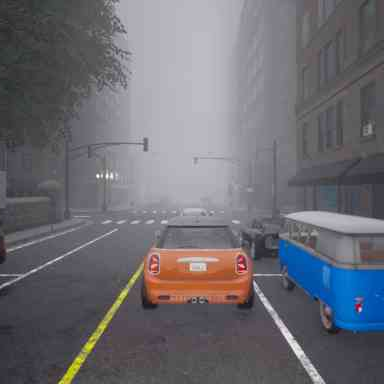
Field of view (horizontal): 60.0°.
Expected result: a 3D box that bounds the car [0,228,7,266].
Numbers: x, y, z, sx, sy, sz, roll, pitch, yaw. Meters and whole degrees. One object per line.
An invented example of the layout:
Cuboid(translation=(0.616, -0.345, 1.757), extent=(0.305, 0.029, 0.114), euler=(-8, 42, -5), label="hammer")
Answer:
Cuboid(translation=(-5.668, 1.314, 6.441), extent=(2.192, 1.841, 5.009), euler=(0, 0, 0), label="car")

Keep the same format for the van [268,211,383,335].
Cuboid(translation=(2.856, 1.340, 6.481), extent=(1.690, 1.788, 3.998), euler=(0, 0, 0), label="van")

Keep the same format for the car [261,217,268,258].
Cuboid(translation=(2.857, 1.563, 12.141), extent=(1.947, 1.339, 4.313), euler=(0, 0, 0), label="car")

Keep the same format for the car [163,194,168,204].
Cuboid(translation=(-5.666, 1.521, 55.580), extent=(2.008, 1.369, 4.403), euler=(0, 0, 0), label="car")

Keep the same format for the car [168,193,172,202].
Cuboid(translation=(-5.666, 1.514, 66.482), extent=(1.887, 1.381, 4.507), euler=(0, 0, 0), label="car")

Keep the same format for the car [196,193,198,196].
Cuboid(translation=(2.860, 1.506, 93.930), extent=(1.752, 1.417, 4.829), euler=(0, 0, 0), label="car")

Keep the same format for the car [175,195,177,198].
Cuboid(translation=(-5.666, 1.289, 82.835), extent=(2.192, 1.841, 5.009), euler=(0, 0, 0), label="car")

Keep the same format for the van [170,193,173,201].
Cuboid(translation=(-5.666, 1.311, 71.933), extent=(1.690, 1.788, 3.998), euler=(0, 0, 0), label="van")

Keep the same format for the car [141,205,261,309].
Cuboid(translation=(0.103, 1.351, 8.035), extent=(2.097, 1.767, 4.553), euler=(0, 0, 0), label="car")

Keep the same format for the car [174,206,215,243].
Cuboid(translation=(0.102, 1.520, 17.036), extent=(1.812, 1.442, 4.674), euler=(0, 0, 0), label="car")

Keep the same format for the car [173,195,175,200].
Cuboid(translation=(-5.666, 1.522, 77.384), extent=(2.008, 1.369, 4.403), euler=(0, 0, 0), label="car")

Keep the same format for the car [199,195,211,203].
Cuboid(translation=(2.858, 1.409, 66.518), extent=(1.967, 1.590, 4.097), euler=(0, 0, 0), label="car")

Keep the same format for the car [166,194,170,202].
Cuboid(translation=(-5.666, 1.514, 61.032), extent=(1.887, 1.381, 4.507), euler=(0, 0, 0), label="car")

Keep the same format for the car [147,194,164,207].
Cuboid(translation=(-5.667, 1.497, 49.960), extent=(1.752, 1.417, 4.829), euler=(0, 0, 0), label="car")
